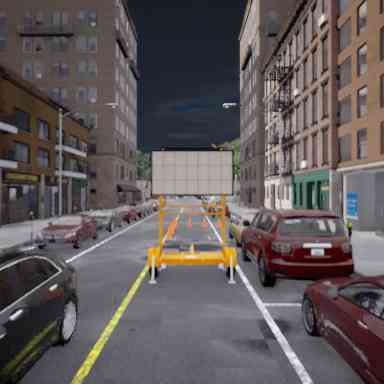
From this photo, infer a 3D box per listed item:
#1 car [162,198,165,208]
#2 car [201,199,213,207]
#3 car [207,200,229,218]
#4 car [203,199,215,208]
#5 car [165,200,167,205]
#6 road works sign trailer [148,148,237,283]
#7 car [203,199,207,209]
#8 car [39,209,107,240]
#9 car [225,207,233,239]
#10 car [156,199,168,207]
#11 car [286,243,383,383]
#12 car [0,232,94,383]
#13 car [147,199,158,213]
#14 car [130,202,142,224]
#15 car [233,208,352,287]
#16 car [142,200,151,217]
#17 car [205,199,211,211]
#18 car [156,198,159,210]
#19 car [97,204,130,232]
[{"bbox_3d":[-5.344,1.763,47.850,1.752,1.417,4.829,0,0,0],"label":"car"},{"bbox_3d":[2.692,1.867,59.051,1.947,1.339,4.313,0,0,0],"label":"car"},{"bbox_3d":[2.667,1.733,31.460,1.802,1.307,4.206,0,0,0],"label":"car"},{"bbox_3d":[2.687,1.852,53.533,1.802,1.307,4.206,0,0,0],"label":"car"},{"bbox_3d":[-5.339,1.710,53.539,1.967,1.590,4.097,0,0,0],"label":"car"},{"bbox_3d":[0.009,0.511,9.763,2.380,3.560,2.880,0,0,0],"label":"road works sign trailer"},{"bbox_3d":[2.676,1.735,42.667,1.752,1.417,4.829,0,0,0],"label":"car"},{"bbox_3d":[-5.374,1.654,14.907,1.802,1.307,4.206,0,0,0],"label":"car"},{"bbox_3d":[2.647,1.598,15.074,1.752,1.417,4.829,0,0,0],"label":"car"},{"bbox_3d":[-5.333,1.883,59.057,1.802,1.307,4.206,0,0,0],"label":"car"},{"bbox_3d":[2.641,1.601,3.869,1.802,1.307,4.206,0,0,0],"label":"car"},{"bbox_3d":[-2.746,1.522,3.609,1.837,1.490,4.892,0,0,0],"label":"car"},{"bbox_3d":[-5.353,1.730,36.982,2.008,1.369,4.403,0,0,0],"label":"car"},{"bbox_3d":[-5.364,1.669,25.946,1.887,1.381,4.507,0,0,0],"label":"car"},{"bbox_3d":[2.646,1.360,9.389,2.192,1.841,5.009,0,0,0],"label":"car"},{"bbox_3d":[-5.358,1.717,31.464,1.947,1.339,4.313,0,0,0],"label":"car"},{"bbox_3d":[2.671,1.761,36.978,1.802,1.307,4.206,0,0,0],"label":"car"},{"bbox_3d":[-5.349,1.649,42.502,1.967,1.590,4.097,0,0,0],"label":"car"},{"bbox_3d":[-5.369,1.649,20.427,2.008,1.369,4.403,0,0,0],"label":"car"}]
